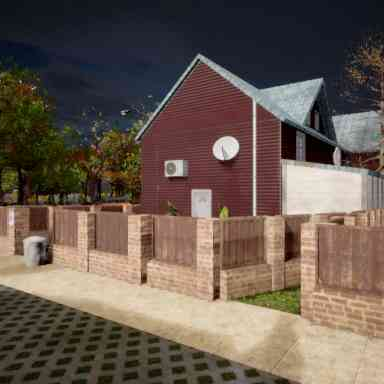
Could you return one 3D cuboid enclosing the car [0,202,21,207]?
[{"bbox_3d":[-14.847,1.556,25.082,1.837,1.490,4.892,0,0,35],"label":"car"}]

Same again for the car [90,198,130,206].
[{"bbox_3d":[-8.464,1.441,34.091,2.097,1.767,4.553,0,0,35],"label":"car"}]
